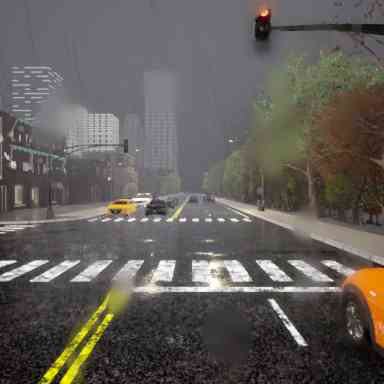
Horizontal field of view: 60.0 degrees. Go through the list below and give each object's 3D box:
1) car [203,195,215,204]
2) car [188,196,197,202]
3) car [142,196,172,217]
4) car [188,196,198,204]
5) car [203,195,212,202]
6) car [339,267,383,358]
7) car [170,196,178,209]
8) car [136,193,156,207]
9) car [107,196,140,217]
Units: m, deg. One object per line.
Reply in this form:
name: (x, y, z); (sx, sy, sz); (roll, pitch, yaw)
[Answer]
car: (3.500, 1.467, 64.714); (2.128, 1.511, 4.902); (0, 0, 0)
car: (0.180, 1.565, 74.932); (1.895, 1.301, 4.718); (0, 0, 0)
car: (-3.273, 1.468, 31.766); (1.882, 1.535, 5.008); (0, 0, 0)
car: (0.251, 1.523, 64.439); (2.033, 1.411, 5.357); (0, 0, 1)
car: (3.430, 1.447, 74.879); (1.882, 1.535, 5.008); (0, 0, 0)
car: (3.359, 1.351, 3.399); (2.097, 1.767, 4.553); (0, 0, 0)
car: (-3.240, 1.549, 43.695); (1.994, 1.385, 4.181); (0, 0, 0)
car: (-6.487, 1.208, 44.285); (2.150, 2.045, 5.566); (0, 0, 0)
car: (-6.612, 1.468, 31.684); (1.882, 1.535, 5.008); (0, 0, 3)
